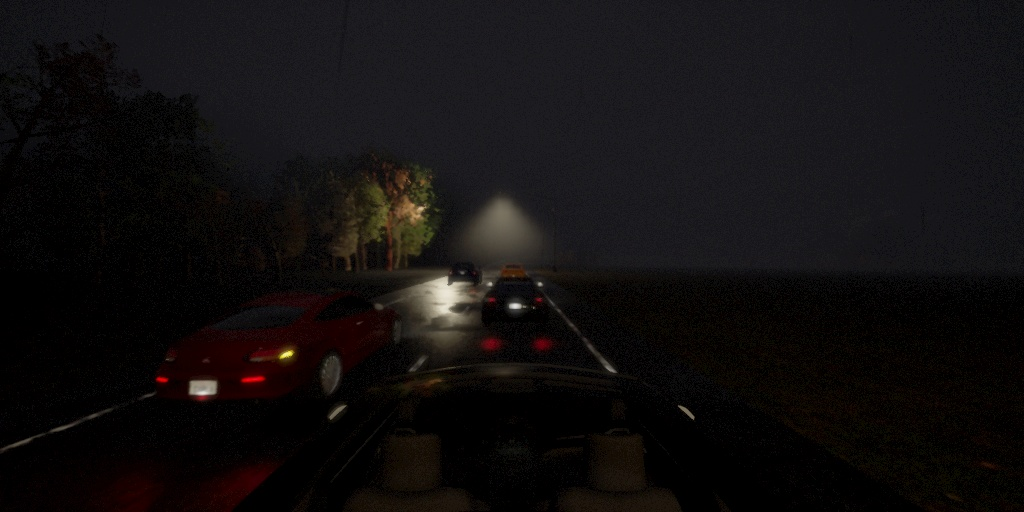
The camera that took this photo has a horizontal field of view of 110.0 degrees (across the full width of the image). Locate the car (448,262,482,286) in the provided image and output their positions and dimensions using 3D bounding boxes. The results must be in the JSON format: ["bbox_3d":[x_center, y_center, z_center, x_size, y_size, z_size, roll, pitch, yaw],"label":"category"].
[{"bbox_3d":[-3.396,1.203,26.708,2.097,1.767,4.553,0,0,0],"label":"car"}]

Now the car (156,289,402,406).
[{"bbox_3d":[-3.419,1.295,6.285,1.812,1.442,4.674,0,0,0],"label":"car"}]

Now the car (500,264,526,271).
[{"bbox_3d":[0.105,1.336,28.580,1.882,1.535,5.008,0,0,0],"label":"car"}]

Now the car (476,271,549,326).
[{"bbox_3d":[0.098,1.356,11.833,1.994,1.385,4.181,0,0,0],"label":"car"}]
